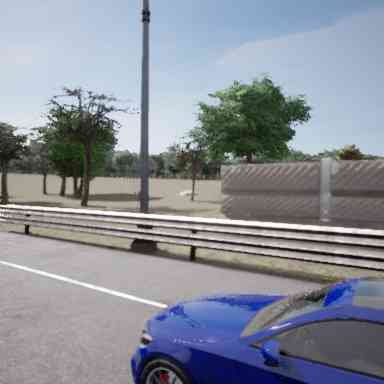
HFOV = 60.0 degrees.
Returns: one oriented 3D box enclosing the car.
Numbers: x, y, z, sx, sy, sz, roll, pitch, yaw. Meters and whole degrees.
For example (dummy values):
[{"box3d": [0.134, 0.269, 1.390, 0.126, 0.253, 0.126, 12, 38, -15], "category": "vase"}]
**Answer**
[{"box3d": [1.549, 1.523, 2.887, 4.674, 1.442, 1.812, 1, 0, 35], "category": "car"}]
